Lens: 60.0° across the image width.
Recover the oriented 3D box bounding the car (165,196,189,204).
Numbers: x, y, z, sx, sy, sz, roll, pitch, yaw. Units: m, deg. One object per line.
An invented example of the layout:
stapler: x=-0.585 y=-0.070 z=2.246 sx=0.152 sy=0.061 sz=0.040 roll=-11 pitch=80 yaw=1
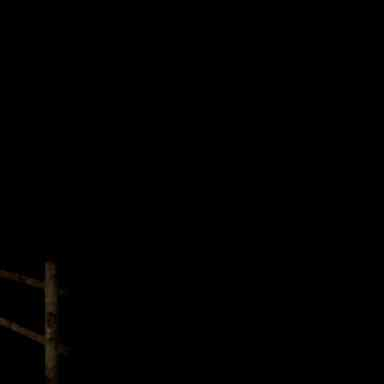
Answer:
car: x=-2.759 y=1.690 z=61.940 sx=2.150 sy=2.045 sz=5.566 roll=-1 pitch=-1 yaw=36

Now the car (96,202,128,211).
car: x=-11.866 y=2.191 z=49.565 sx=1.895 sy=1.301 sz=4.718 roll=-1 pitch=-1 yaw=36
